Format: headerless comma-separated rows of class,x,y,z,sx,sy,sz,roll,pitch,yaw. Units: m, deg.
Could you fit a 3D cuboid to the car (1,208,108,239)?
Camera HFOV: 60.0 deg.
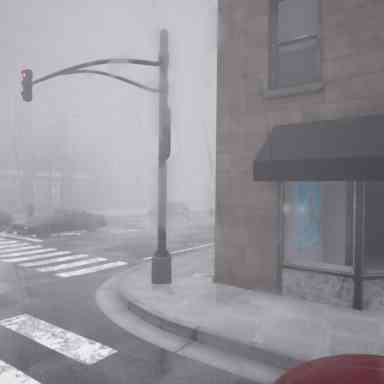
car,-7.143,1.627,18.400,2.033,1.411,5.357,1,0,33

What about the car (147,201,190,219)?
car,-2.125,1.649,31.221,1.837,1.490,4.892,1,0,35

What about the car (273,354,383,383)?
car,2.382,1.545,1.254,4.507,1.381,1.887,0,1,35

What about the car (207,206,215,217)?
car,3.372,1.739,33.334,1.837,1.490,4.892,1,0,36
